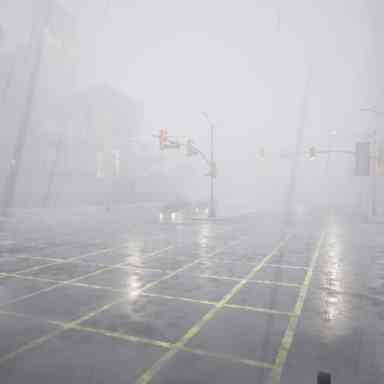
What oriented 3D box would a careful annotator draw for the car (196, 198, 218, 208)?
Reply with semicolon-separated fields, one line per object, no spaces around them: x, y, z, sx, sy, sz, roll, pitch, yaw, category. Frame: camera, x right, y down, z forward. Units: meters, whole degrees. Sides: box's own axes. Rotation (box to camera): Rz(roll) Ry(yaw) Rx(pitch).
2.279;1.601;48.694;1.895;1.301;4.718;0;0;23;car

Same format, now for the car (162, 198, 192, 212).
-1.704;1.478;39.288;1.882;1.535;5.008;0;0;25;car
